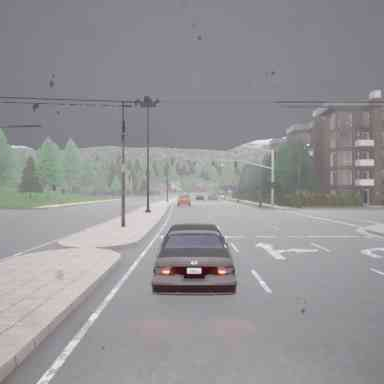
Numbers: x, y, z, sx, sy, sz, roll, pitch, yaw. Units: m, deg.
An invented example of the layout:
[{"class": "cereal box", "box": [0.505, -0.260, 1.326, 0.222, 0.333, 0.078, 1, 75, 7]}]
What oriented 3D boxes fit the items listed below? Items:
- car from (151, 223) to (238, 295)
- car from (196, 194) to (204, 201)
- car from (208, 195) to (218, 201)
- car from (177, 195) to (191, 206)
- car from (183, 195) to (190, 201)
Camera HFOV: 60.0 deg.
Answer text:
[{"class": "car", "box": [0.052, 1.547, 8.841, 2.033, 1.411, 5.357, 0, 0, 0]}, {"class": "car", "box": [2.069, 1.477, 85.448, 1.882, 1.535, 5.008, 0, 0, 0]}, {"class": "car", "box": [5.569, 1.539, 85.452, 2.033, 1.411, 5.357, 0, 0, 0]}, {"class": "car", "box": [-1.300, 1.352, 54.588, 2.097, 1.767, 4.553, 0, 0, -1]}, {"class": "car", "box": [-1.431, 1.523, 85.413, 1.812, 1.442, 4.674, 0, 0, 0]}]
